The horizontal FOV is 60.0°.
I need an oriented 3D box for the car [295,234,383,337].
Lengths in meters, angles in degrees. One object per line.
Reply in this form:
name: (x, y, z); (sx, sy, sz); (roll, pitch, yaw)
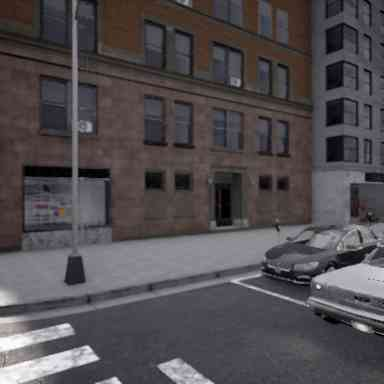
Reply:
car: (4.173, 1.599, 6.010); (4.718, 1.301, 1.895); (0, 0, -36)

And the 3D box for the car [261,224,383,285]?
car: (3.734, 1.556, 8.850); (4.403, 1.369, 2.008); (0, 0, -35)
